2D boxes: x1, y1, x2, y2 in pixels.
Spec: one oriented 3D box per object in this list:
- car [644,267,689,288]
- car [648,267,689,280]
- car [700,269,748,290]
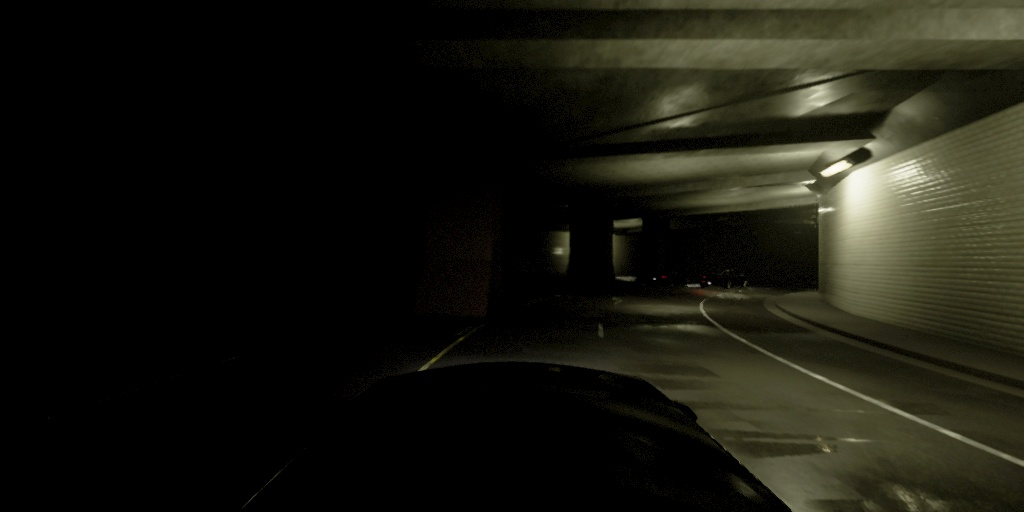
[{"bbox_3d":[12.329,1.733,28.489,4.181,1.385,1.994,1,-1,-41],"label":"car"},{"bbox_3d":[17.587,1.916,40.309,4.181,1.385,1.994,1,-1,-27],"label":"car"},{"bbox_3d":[15.956,1.719,26.946,4.892,1.490,1.837,1,-2,-37],"label":"car"}]
